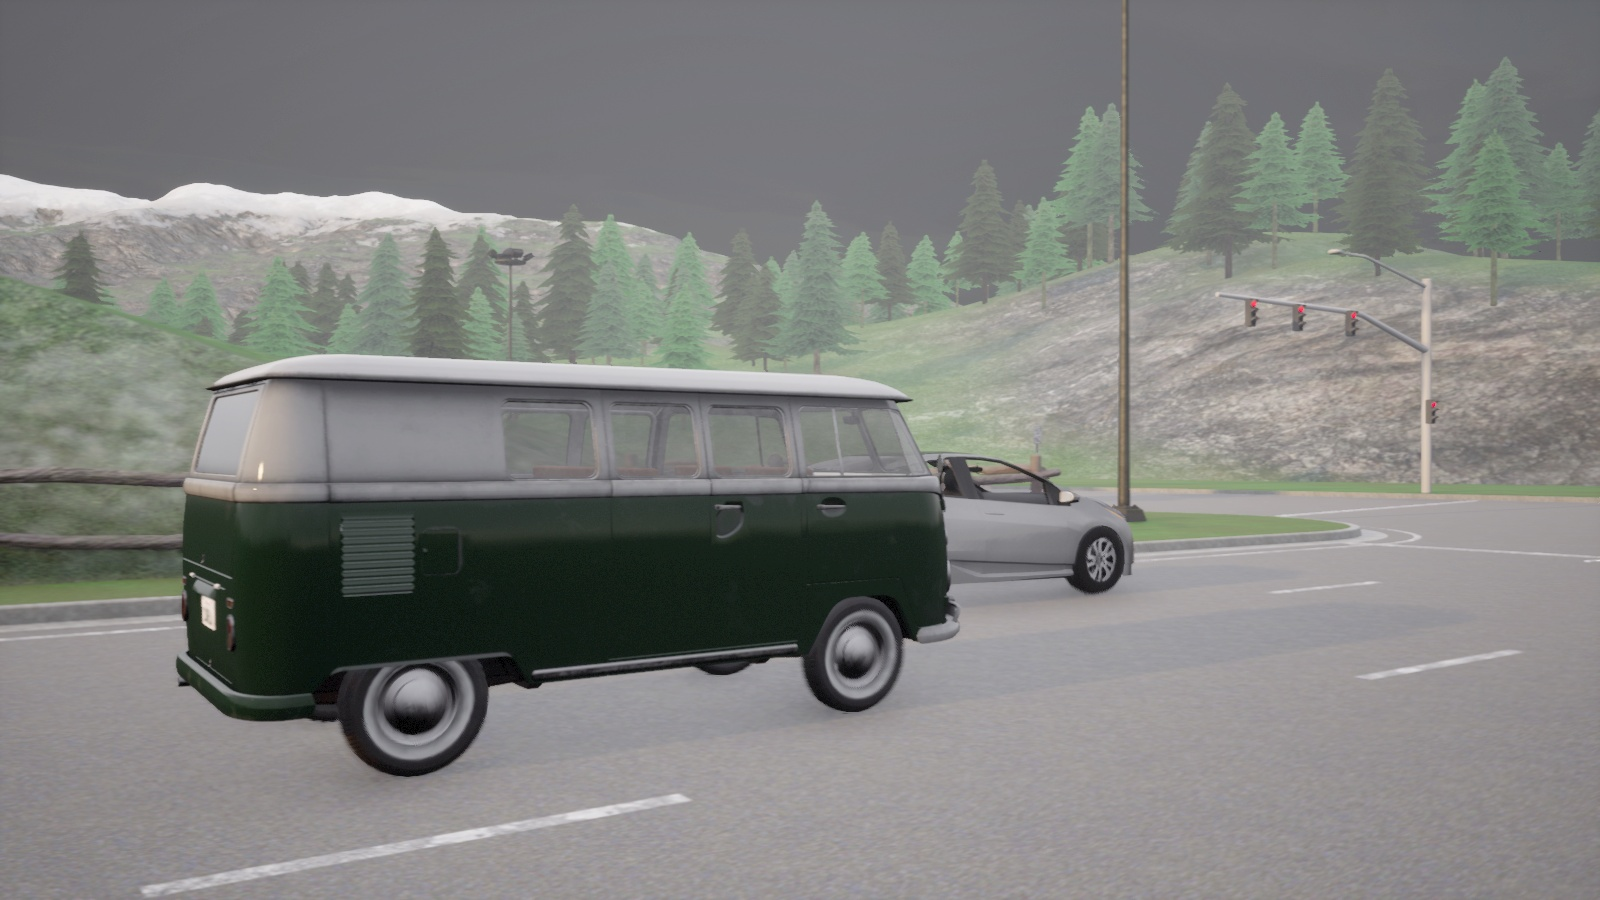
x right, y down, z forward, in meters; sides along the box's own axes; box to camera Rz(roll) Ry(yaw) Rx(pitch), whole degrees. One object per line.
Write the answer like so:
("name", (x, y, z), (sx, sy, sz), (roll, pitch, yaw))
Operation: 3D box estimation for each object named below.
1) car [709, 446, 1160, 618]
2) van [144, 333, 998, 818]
("car", (1.497, 0.732, 13.229), (4.514, 1.525, 2.007), (0, 0, -35))
("van", (-1.120, 0.521, 7.145), (4.442, 1.987, 1.775), (0, 0, -35))
